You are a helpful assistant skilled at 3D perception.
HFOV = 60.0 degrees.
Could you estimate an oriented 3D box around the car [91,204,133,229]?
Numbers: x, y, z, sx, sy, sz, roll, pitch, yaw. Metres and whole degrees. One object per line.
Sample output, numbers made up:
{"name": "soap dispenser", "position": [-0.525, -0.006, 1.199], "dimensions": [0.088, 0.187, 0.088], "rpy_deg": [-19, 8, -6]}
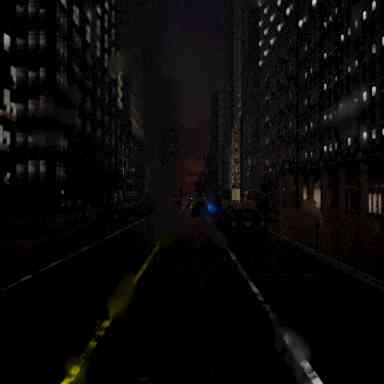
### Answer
{"name": "car", "position": [-5.693, 1.669, 23.517], "dimensions": [1.967, 1.590, 4.097], "rpy_deg": [-1, -1, 0]}

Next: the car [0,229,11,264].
{"name": "car", "position": [-5.696, 1.504, 6.467], "dimensions": [1.967, 1.590, 4.097], "rpy_deg": [-1, -1, 0]}

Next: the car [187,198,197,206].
{"name": "car", "position": [0.017, 2.112, 71.920], "dimensions": [2.128, 1.511, 4.902], "rpy_deg": [0, -1, 0]}

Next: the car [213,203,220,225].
{"name": "car", "position": [2.689, 1.756, 23.684], "dimensions": [1.752, 1.417, 4.829], "rpy_deg": [-1, -1, 0]}

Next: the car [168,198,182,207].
{"name": "car", "position": [-3.000, 2.195, 65.339], "dimensions": [1.994, 1.385, 4.181], "rpy_deg": [0, -1, 0]}

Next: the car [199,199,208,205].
{"name": "car", "position": [2.703, 2.329, 80.347], "dimensions": [2.008, 1.369, 4.403], "rpy_deg": [-1, -1, 0]}

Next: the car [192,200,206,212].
{"name": "car", "position": [0.912, 1.924, 45.911], "dimensions": [1.882, 1.535, 5.008], "rpy_deg": [0, -1, 0]}

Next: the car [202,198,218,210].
{"name": "car", "position": [2.693, 1.819, 51.933], "dimensions": [2.192, 1.841, 5.009], "rpy_deg": [-1, -1, 0]}

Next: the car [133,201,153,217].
{"name": "car", "position": [-5.689, 1.890, 34.883], "dimensions": [2.008, 1.369, 4.403], "rpy_deg": [-1, -1, 0]}

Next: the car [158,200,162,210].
{"name": "car", "position": [-5.686, 1.994, 46.249], "dimensions": [1.887, 1.381, 4.507], "rpy_deg": [-1, -1, 0]}

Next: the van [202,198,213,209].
{"name": "van", "position": [2.695, 1.900, 57.616], "dimensions": [1.690, 1.788, 3.998], "rpy_deg": [-1, -1, 0]}

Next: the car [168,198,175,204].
{"name": "car", "position": [-5.675, 2.469, 91.716], "dimensions": [1.802, 1.307, 4.206], "rpy_deg": [-1, -1, 0]}

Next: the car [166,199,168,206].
{"name": "car", "position": [-5.683, 2.141, 57.616], "dimensions": [1.802, 1.307, 4.206], "rpy_deg": [-1, -1, 0]}

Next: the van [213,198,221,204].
{"name": "van", "position": [2.691, 1.735, 40.566], "dimensions": [1.690, 1.788, 3.998], "rpy_deg": [-1, -1, 0]}

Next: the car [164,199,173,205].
{"name": "car", "position": [-5.678, 2.329, 80.349], "dimensions": [2.008, 1.369, 4.403], "rpy_deg": [-1, -1, 0]}

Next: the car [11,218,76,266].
{"name": "car", "position": [-5.694, 1.643, 11.980], "dimensions": [1.752, 1.417, 4.829], "rpy_deg": [-1, -1, 0]}

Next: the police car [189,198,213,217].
{"name": "police car", "position": [0.909, 1.775, 36.022], "dimensions": [1.930, 1.638, 5.238], "rpy_deg": [0, -1, 0]}

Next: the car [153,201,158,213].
{"name": "car", "position": [-5.687, 1.960, 40.566], "dimensions": [1.947, 1.339, 4.313], "rpy_deg": [-1, -1, 0]}

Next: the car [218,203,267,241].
{"name": "car", "position": [2.687, 1.614, 17.832], "dimensions": [1.967, 1.590, 4.097], "rpy_deg": [-1, -1, 0]}

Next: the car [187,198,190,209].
{"name": "car", "position": [0.552, 1.853, 51.788], "dimensions": [2.097, 1.767, 4.553], "rpy_deg": [0, -1, -6]}

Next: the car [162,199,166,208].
{"name": "car", "position": [-5.685, 2.055, 51.933], "dimensions": [2.008, 1.369, 4.403], "rpy_deg": [-1, -1, 0]}
